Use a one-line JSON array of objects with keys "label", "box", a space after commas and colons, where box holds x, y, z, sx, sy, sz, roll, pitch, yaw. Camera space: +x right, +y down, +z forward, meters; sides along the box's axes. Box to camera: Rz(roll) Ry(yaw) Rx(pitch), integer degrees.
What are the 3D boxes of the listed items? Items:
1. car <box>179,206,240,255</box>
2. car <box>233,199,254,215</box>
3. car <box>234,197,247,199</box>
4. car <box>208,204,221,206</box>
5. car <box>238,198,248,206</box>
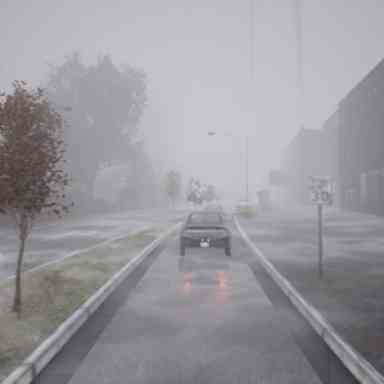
[{"label": "car", "box": [0.557, 1.545, 13.468, 2.128, 1.511, 4.902, 0, 0, 3]}, {"label": "car", "box": [5.831, 1.807, 36.988, 2.097, 1.535, 5.008, 0, -1, 8]}, {"label": "car", "box": [10.710, 1.983, 69.854, 2.435, 2.045, 5.566, 0, -1, 8]}, {"label": "car", "box": [1.966, 1.793, 29.648, 1.994, 1.385, 4.181, 0, -1, 7]}, {"label": "car", "box": [11.518, 2.175, 75.278, 2.185, 1.767, 4.553, 0, -1, 8]}]
